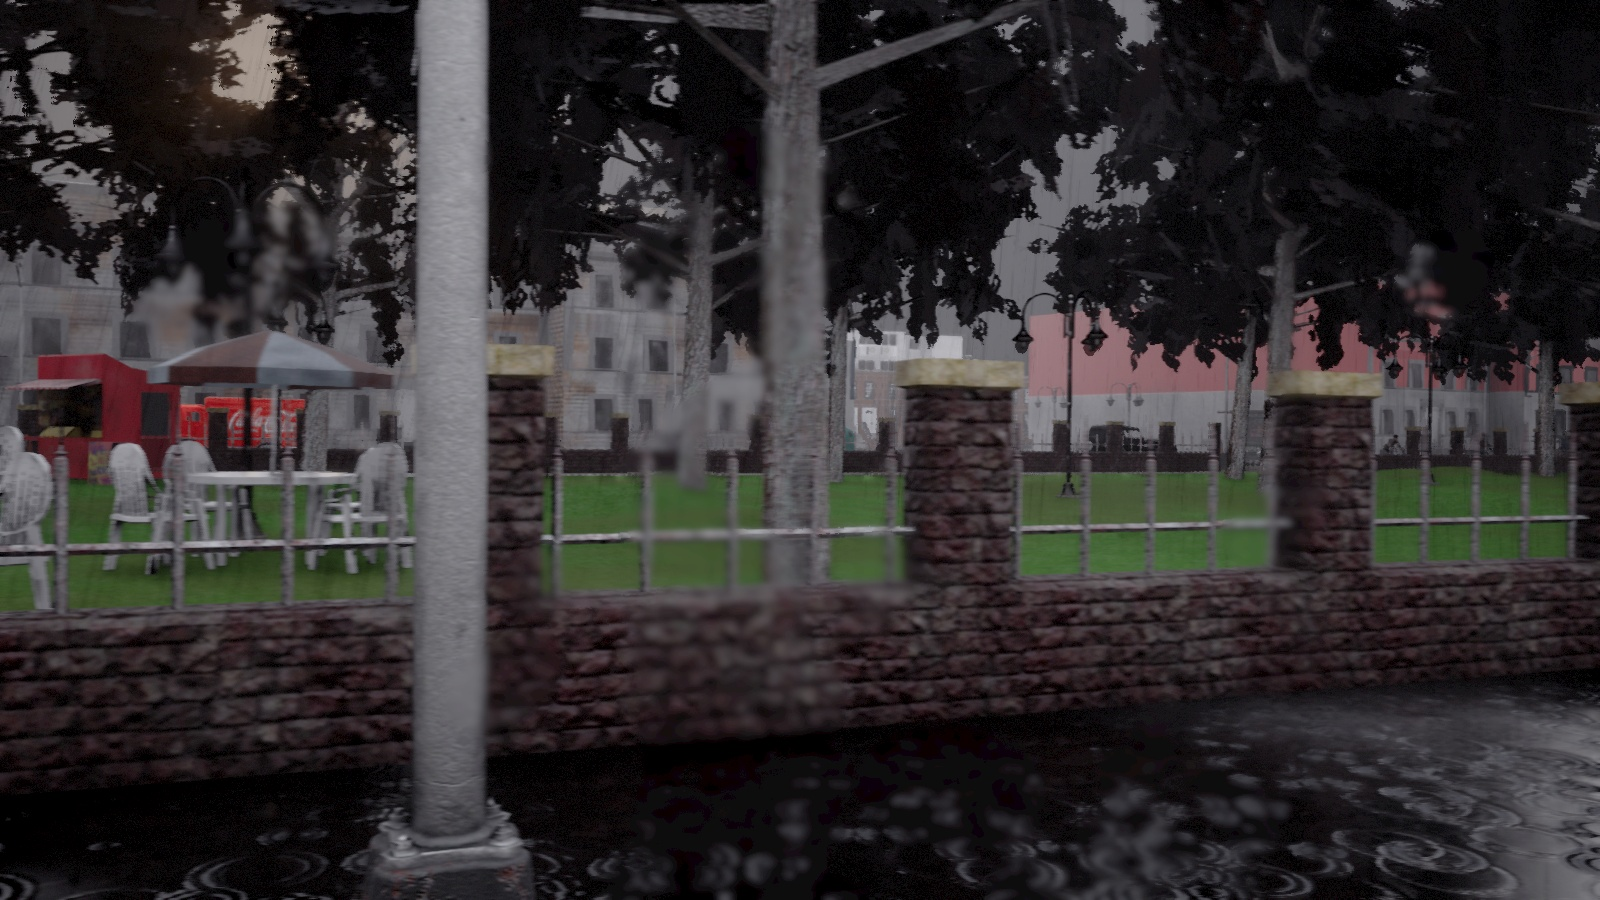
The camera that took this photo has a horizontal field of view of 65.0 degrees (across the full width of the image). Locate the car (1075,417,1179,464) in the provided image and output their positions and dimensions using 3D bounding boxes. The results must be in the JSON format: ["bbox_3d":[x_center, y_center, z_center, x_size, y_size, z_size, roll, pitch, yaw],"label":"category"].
[{"bbox_3d":[13.845,-0.421,53.198,3.866,1.878,1.905,-1,1,-21],"label":"car"}]

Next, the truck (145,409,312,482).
[{"bbox_3d":[-20.116,-0.195,44.534,5.204,2.467,2.627,-1,1,-21],"label":"truck"}]
